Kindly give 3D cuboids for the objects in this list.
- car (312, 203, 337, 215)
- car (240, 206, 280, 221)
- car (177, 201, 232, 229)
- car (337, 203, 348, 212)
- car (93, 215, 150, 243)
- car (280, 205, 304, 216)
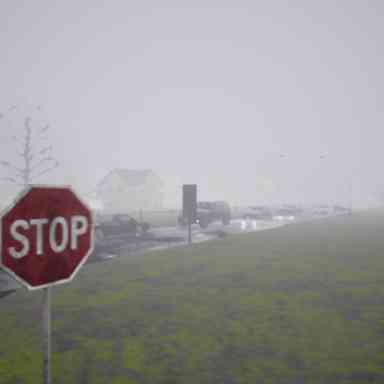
[{"bbox_3d":[18.070,2.437,45.642,1.895,1.301,4.718,0,-1,35],"label":"car"},{"bbox_3d":[7.073,2.193,35.176,2.033,1.411,5.357,0,-1,35],"label":"car"},{"bbox_3d":[1.149,1.729,26.810,2.150,2.045,5.566,0,-1,36],"label":"car"},{"bbox_3d":[23.905,2.530,53.884,1.994,1.385,4.181,0,-1,35],"label":"car"},{"bbox_3d":[-4.607,1.970,18.671,1.895,1.301,4.718,0,-1,35],"label":"car"},{"bbox_3d":[13.013,2.381,43.509,1.895,1.301,4.718,0,-1,36],"label":"car"}]
